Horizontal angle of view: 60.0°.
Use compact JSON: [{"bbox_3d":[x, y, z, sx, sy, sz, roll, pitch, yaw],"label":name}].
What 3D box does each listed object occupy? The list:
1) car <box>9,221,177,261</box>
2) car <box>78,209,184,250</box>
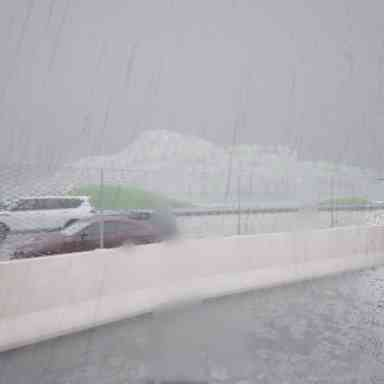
[{"bbox_3d":[-3.020,1.502,10.275,4.674,1.442,1.812,0,0,-34],"label":"car"},{"bbox_3d":[-2.661,1.533,14.720,4.181,1.385,1.994,0,0,-33],"label":"car"}]
